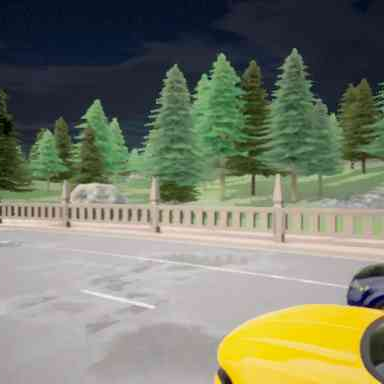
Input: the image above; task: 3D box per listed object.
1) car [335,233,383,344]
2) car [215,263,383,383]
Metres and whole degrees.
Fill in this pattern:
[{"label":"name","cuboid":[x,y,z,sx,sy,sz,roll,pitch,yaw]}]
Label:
[{"label":"car","cuboid":[4.546,1.534,4.852,4.181,1.385,1.994,0,0,36]},{"label":"car","cuboid":[2.469,1.462,2.071,5.008,1.535,1.882,0,0,36]}]
